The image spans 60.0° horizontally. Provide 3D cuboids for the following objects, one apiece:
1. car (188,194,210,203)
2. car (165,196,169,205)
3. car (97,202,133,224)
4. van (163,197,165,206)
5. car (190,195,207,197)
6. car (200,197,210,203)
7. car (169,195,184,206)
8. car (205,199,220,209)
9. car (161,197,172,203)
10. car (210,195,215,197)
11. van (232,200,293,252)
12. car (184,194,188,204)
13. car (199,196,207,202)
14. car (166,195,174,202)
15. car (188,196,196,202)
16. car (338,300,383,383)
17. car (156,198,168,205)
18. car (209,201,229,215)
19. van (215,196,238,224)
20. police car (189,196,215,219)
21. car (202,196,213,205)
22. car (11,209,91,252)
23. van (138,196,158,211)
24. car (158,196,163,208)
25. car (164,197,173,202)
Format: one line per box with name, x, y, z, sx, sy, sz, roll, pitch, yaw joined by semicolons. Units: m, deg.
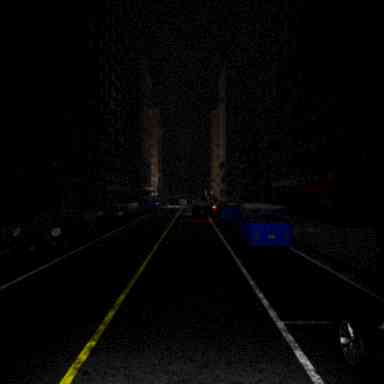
car;0.913;1.338;46.511;2.150;2.045;5.566;0;0;0
car;-5.654;1.709;57.811;1.947;1.339;4.313;0;0;0
car;-5.663;1.501;24.804;1.967;1.590;4.097;0;0;0
van;-5.656;1.469;52.311;1.690;1.788;3.998;0;0;0
car;0.911;1.554;40.670;1.801;1.575;5.366;0;0;0
car;2.875;1.739;74.313;2.008;1.369;4.403;0;0;0
car;-3.022;1.693;58.883;2.033;1.411;5.357;0;0;1
car;2.869;1.696;46.806;1.802;1.307;4.206;0;0;0
car;-5.650;1.754;74.315;1.947;1.339;4.313;0;0;0
car;2.870;1.443;52.308;2.192;1.841;5.009;0;0;0
van;2.860;1.375;13.799;1.690;1.788;3.998;0;0;0
car;0.018;1.517;65.687;2.097;1.767;4.553;0;0;0
car;2.878;1.786;85.316;1.947;1.339;4.313;0;0;0
car;-5.647;1.660;85.319;1.967;1.590;4.097;0;0;0
car;0.022;1.655;80.821;1.994;1.385;4.181;0;0;0
car;2.857;1.573;2.795;1.947;1.339;4.313;0;0;0
car;-5.652;1.740;63.313;1.802;1.307;4.206;0;0;0
car;2.866;1.668;35.804;1.802;1.307;4.206;0;0;0
van;2.863;1.401;24.802;1.690;1.788;3.998;0;0;0
police car;0.909;1.499;30.590;1.930;1.638;5.238;0;0;0
car;2.873;1.597;63.311;1.967;1.590;4.097;0;0;0
car;-5.666;1.474;13.801;1.967;1.590;4.097;0;0;0
van;-5.659;1.441;41.309;1.690;1.788;3.998;0;0;0
car;-5.657;1.665;46.809;2.008;1.369;4.403;0;0;0
car;-5.649;1.786;79.817;1.802;1.307;4.206;0;0;0
